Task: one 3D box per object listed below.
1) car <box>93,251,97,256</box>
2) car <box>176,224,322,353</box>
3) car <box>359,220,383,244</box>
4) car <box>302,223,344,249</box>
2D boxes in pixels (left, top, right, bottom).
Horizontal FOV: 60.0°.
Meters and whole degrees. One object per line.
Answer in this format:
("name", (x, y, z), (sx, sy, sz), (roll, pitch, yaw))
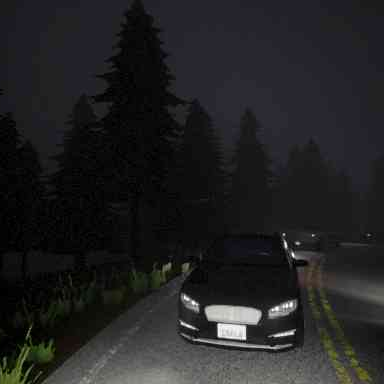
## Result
("car", (-20.300, 13.650, 72.939), (4.181, 1.381, 1.994), (-2, -5, 31))
("car", (1.129, 1.561, 6.581), (2.128, 1.511, 4.902), (-1, -2, 15))
("car", (15.779, 3.220, 26.428), (5.566, 2.045, 2.150), (8, -8, -28))
("car", (6.465, 2.305, 17.644), (1.895, 1.301, 4.718), (-3, -6, 39))
